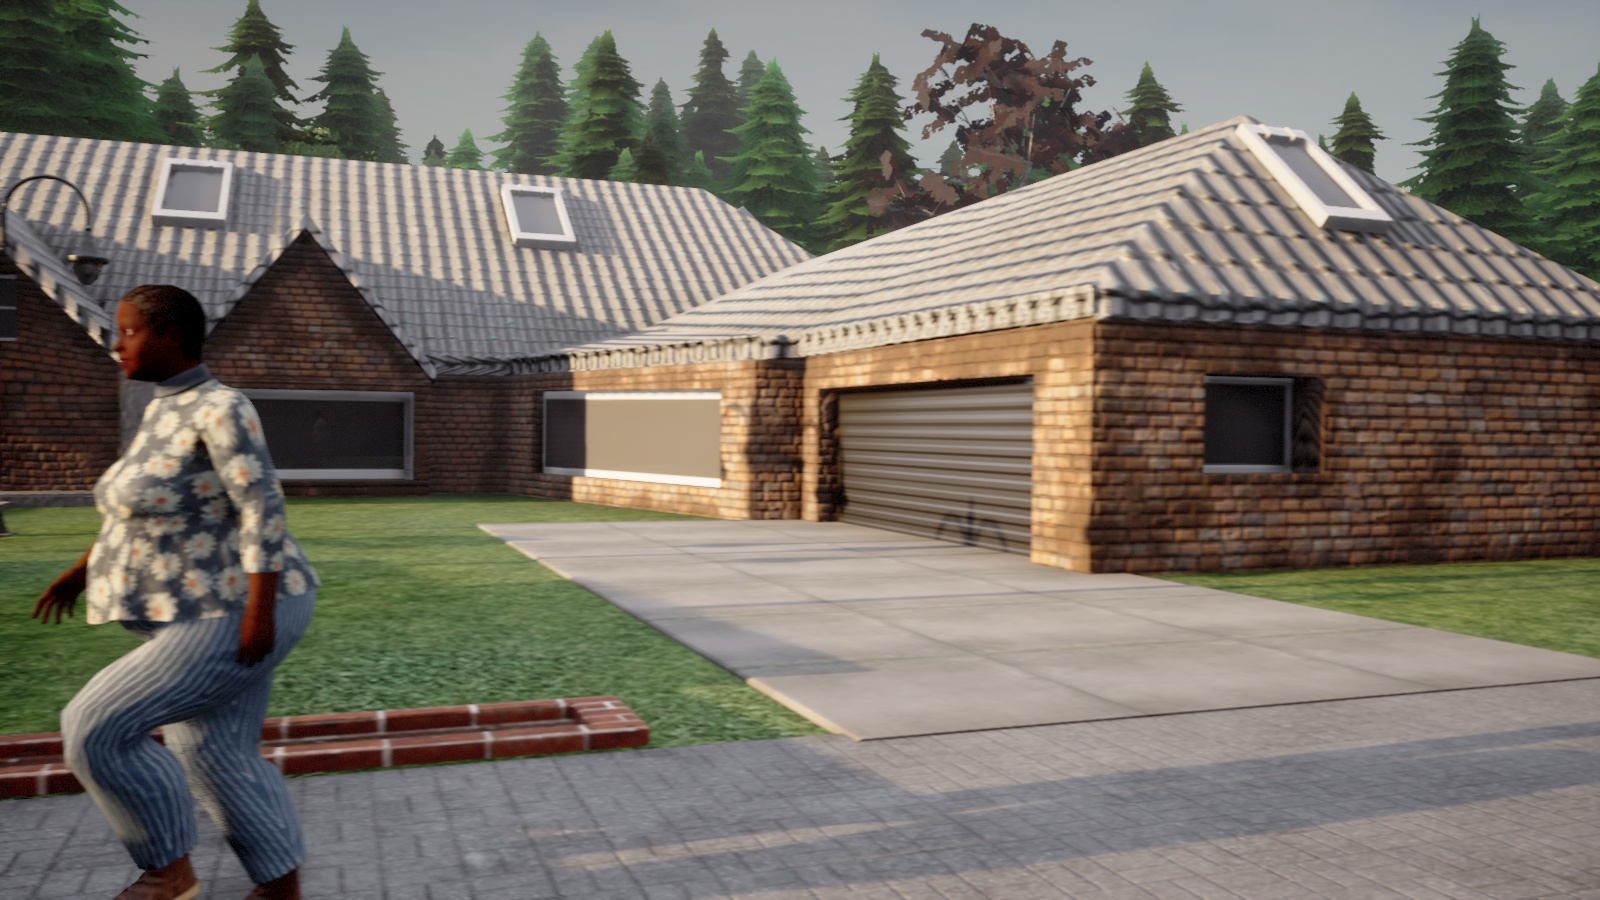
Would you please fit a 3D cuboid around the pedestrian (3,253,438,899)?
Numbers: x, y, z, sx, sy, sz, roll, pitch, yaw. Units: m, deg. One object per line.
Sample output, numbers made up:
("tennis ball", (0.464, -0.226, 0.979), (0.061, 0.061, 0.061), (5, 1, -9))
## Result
("pedestrian", (-1.617, 0.468, 3.483), (0.900, 1.855, 0.874), (-1, 1, -37))
